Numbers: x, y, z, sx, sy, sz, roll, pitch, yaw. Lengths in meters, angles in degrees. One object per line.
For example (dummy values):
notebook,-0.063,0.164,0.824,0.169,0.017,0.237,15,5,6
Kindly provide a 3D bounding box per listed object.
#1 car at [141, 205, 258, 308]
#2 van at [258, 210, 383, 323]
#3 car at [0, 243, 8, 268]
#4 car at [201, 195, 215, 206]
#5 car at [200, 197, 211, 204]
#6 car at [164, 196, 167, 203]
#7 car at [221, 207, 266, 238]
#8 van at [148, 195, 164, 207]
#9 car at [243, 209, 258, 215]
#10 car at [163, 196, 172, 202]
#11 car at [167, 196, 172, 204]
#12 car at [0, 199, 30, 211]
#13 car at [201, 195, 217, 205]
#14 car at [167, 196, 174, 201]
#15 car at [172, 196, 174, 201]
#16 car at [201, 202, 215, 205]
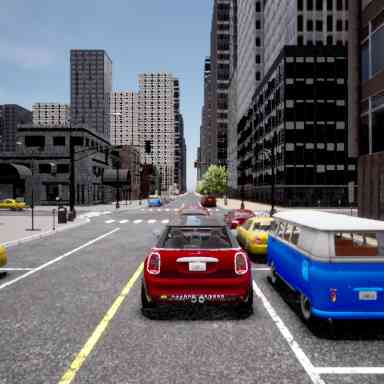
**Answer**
car,0.095,1.352,8.065,2.097,1.767,4.553,0,0,0
van,2.684,1.341,6.923,1.690,1.788,3.998,0,0,0
car,-5.696,1.525,6.749,1.752,1.417,4.829,0,0,0
car,2.658,1.380,56.162,2.192,1.841,5.009,0,0,0
car,2.654,1.655,67.211,1.947,1.339,4.313,0,0,0
car,-5.721,1.505,56.155,1.967,1.590,4.097,0,0,0
car,2.678,1.587,18.250,1.802,1.307,4.206,0,0,0
van,-5.719,1.395,50.632,1.690,1.788,3.998,0,0,0
car,2.681,1.527,12.758,1.752,1.417,4.829,0,0,0
car,-5.732,1.668,78.251,2.008,1.369,4.403,0,0,0
car,-5.727,1.529,67.204,1.967,1.590,4.097,0,0,0
car,-21.428,1.469,38.455,4.829,1.417,1.752,0,0,0
car,2.661,1.369,50.638,2.192,1.841,5.009,0,0,0
car,-5.738,1.673,89.129,1.752,1.417,4.829,0,0,0
car,-5.729,1.653,72.727,2.008,1.369,4.403,0,0,0
car,0.091,1.482,17.271,1.882,1.535,5.008,0,0,0
